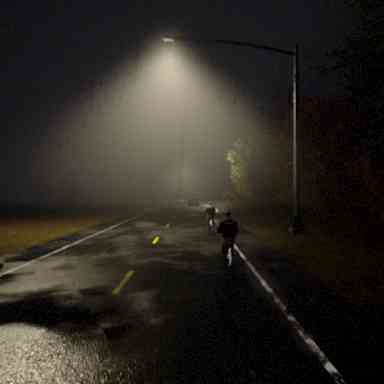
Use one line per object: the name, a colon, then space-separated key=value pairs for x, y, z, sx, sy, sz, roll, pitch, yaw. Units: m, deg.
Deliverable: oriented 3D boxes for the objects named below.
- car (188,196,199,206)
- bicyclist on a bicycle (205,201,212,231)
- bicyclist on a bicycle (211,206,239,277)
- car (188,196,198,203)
car: x=0.261 y=1.690 z=55.228 sx=1.895 sy=1.301 sz=4.718 roll=0 pitch=0 yaw=0
bicyclist on a bicycle: x=1.018 y=1.399 z=18.346 sx=0.659 sy=1.776 sz=1.843 roll=0 pitch=0 yaw=0
bicyclist on a bicycle: x=0.993 y=1.384 z=9.347 sx=0.659 sy=1.776 sz=1.843 roll=0 pitch=0 yaw=0
car: x=0.214 y=1.645 z=73.552 sx=2.128 sy=1.511 sz=4.902 roll=0 pitch=0 yaw=0
